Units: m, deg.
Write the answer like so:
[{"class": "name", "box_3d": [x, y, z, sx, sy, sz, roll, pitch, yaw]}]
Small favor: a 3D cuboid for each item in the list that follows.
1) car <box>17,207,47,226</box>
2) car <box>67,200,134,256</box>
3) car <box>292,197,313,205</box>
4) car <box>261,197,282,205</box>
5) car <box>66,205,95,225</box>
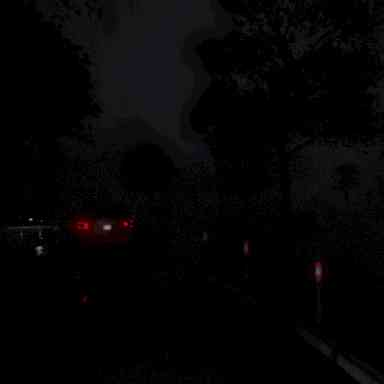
[{"class": "car", "box_3d": [-12.581, 1.881, 26.337, 1.994, 1.385, 4.181, 0, -1, -22]}, {"class": "car", "box_3d": [-3.995, 1.353, 14.122, 2.150, 2.045, 5.566, 0, 0, -22]}, {"class": "car", "box_3d": [30.051, 2.549, 89.418, 4.553, 1.767, 2.185, -1, -2, 15]}, {"class": "car", "box_3d": [19.719, 2.202, 79.534, 5.566, 2.045, 2.150, 1, -1, -38]}, {"class": "car", "box_3d": [-9.386, 1.895, 28.396, 1.994, 1.385, 4.181, 0, -1, -13]}]
